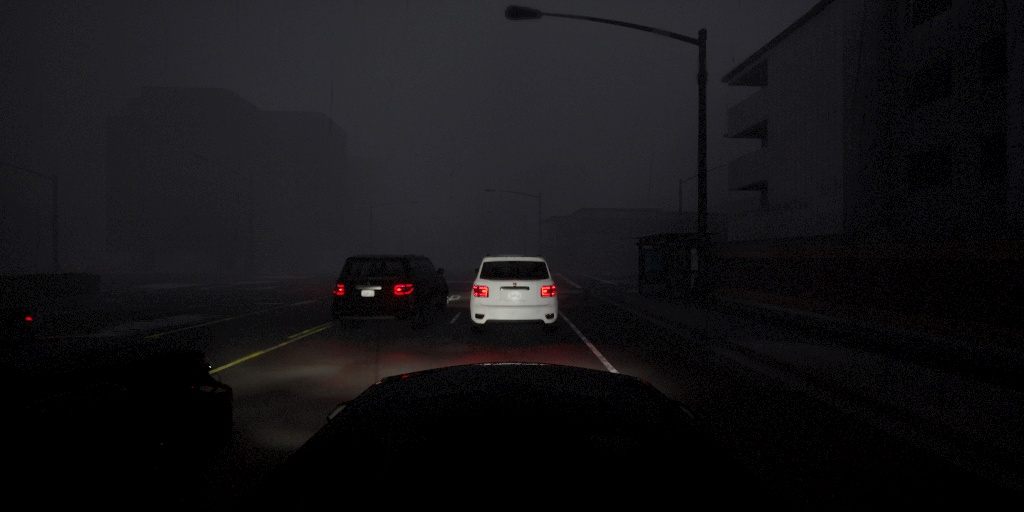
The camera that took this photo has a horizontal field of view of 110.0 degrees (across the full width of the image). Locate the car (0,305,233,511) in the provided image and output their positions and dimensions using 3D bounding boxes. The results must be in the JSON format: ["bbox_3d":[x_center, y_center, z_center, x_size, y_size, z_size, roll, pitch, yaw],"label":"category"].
[{"bbox_3d":[-3.409,0.972,0.596,2.150,2.045,5.566,0,0,0],"label":"car"}]

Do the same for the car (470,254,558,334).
[{"bbox_3d":[0.026,0.971,10.756,2.150,2.045,5.566,0,0,-1],"label":"car"}]

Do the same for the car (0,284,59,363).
[{"bbox_3d":[-10.605,1.297,4.914,2.033,1.411,5.357,0,0,0],"label":"car"}]

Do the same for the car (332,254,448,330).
[{"bbox_3d":[-3.476,0.972,11.258,2.150,2.045,5.566,0,0,-1],"label":"car"}]
